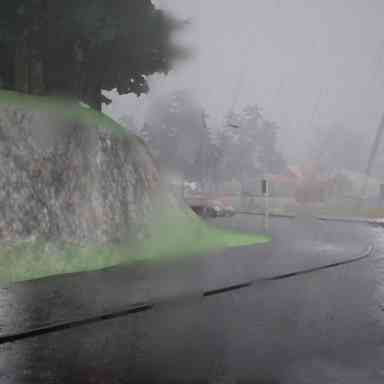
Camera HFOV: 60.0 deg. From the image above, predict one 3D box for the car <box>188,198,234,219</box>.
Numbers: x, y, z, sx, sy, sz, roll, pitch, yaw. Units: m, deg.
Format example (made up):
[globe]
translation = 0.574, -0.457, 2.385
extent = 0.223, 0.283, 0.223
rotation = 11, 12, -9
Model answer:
[car]
translation = 1.613, 1.351, 29.171
extent = 2.097, 1.767, 4.553
rotation = 0, 0, -35
